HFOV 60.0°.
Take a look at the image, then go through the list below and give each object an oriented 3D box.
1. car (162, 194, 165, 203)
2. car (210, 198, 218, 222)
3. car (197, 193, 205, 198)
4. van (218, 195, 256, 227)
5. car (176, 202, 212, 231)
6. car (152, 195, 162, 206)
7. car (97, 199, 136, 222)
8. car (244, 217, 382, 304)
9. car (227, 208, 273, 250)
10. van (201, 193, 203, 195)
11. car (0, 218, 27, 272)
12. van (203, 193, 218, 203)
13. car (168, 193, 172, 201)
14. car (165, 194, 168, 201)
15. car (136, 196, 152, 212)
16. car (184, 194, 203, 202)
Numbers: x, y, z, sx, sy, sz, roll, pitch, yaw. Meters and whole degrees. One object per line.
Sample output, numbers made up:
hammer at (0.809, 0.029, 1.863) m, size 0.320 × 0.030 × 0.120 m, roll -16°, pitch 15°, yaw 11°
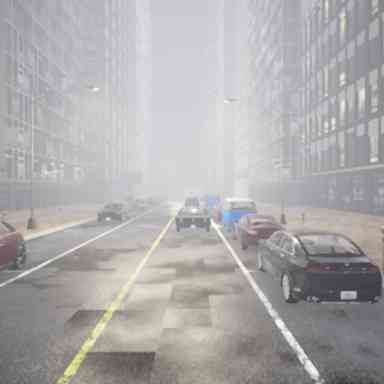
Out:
car at (-5.794, 1.306, 53.439) m, size 1.802 × 1.307 × 4.206 m, roll 0°, pitch 0°, yaw 0°
car at (2.642, 1.424, 24.961) m, size 1.887 × 1.381 × 4.507 m, roll 0°, pitch 0°, yaw 0°
car at (2.510, 1.024, 93.339) m, size 1.887 × 1.381 × 4.507 m, roll 0°, pitch 0°, yaw 0°
van at (2.652, 1.249, 19.262) m, size 1.690 × 1.788 × 3.998 m, roll 0°, pitch 0°, yaw 0°
car at (0.062, 1.507, 19.648) m, size 1.895 × 1.301 × 4.718 m, roll 0°, pitch 0°, yaw 0°
car at (-5.783, 1.301, 47.740) m, size 1.887 × 1.381 × 4.507 m, roll 0°, pitch 0°, yaw 0°
car at (-5.739, 1.445, 24.946) m, size 1.947 × 1.339 × 4.313 m, roll 0°, pitch 0°, yaw 0°
car at (2.674, 1.515, 7.868) m, size 2.008 × 1.369 × 4.403 m, roll 0°, pitch 0°, yaw 0°
car at (2.663, 1.519, 13.565) m, size 1.802 × 1.307 × 4.206 m, roll 0°, pitch 0°, yaw 0°
van at (2.598, 1.097, 47.754) m, size 1.690 × 1.788 × 3.998 m, roll 0°, pitch 0°, yaw 0°
car at (-5.707, 1.405, 7.853) m, size 1.967 × 1.590 × 4.097 m, roll 0°, pitch 0°, yaw 0°
van at (2.609, 1.128, 42.054) m, size 1.690 × 1.788 × 3.998 m, roll 0°, pitch 0°, yaw 0°
car at (-5.826, 1.060, 70.532) m, size 1.967 × 1.590 × 4.097 m, roll 0°, pitch 0°, yaw 0°
car at (-5.805, 1.241, 59.136) m, size 2.008 × 1.369 × 4.403 m, roll 0°, pitch 0°, yaw 0°
car at (-5.761, 1.400, 36.343) m, size 1.802 × 1.307 × 4.206 m, roll 0°, pitch 0°, yaw 0°
car at (0.021, 1.295, 41.526) m, size 1.837 × 1.490 × 4.892 m, roll 0°, pitch 0°, yaw 0°
